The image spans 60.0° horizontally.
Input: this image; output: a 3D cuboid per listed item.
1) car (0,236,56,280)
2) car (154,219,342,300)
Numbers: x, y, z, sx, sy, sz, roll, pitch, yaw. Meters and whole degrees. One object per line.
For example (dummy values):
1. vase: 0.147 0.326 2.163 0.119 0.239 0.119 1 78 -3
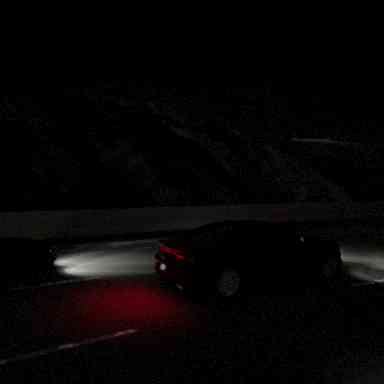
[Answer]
1. car: -6.247 1.481 8.010 5.357 1.411 2.033 0 0 -34
2. car: 1.545 1.424 8.233 5.008 1.535 1.882 0 0 -29
